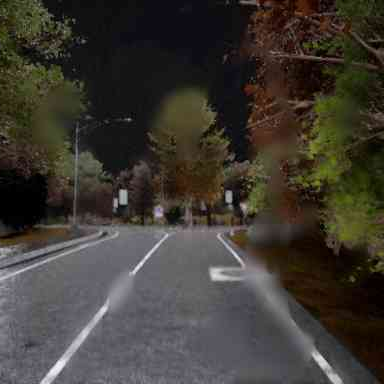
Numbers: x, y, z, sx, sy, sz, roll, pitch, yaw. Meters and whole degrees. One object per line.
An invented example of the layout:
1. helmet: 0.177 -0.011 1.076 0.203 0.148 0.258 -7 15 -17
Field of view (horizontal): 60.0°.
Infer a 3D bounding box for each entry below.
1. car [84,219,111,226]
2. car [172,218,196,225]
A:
1. car: -17.652 5.750 62.815 2.033 1.411 5.357 -3 -5 32
2. car: -1.672 6.357 71.267 5.008 1.535 1.882 1 -5 -1
